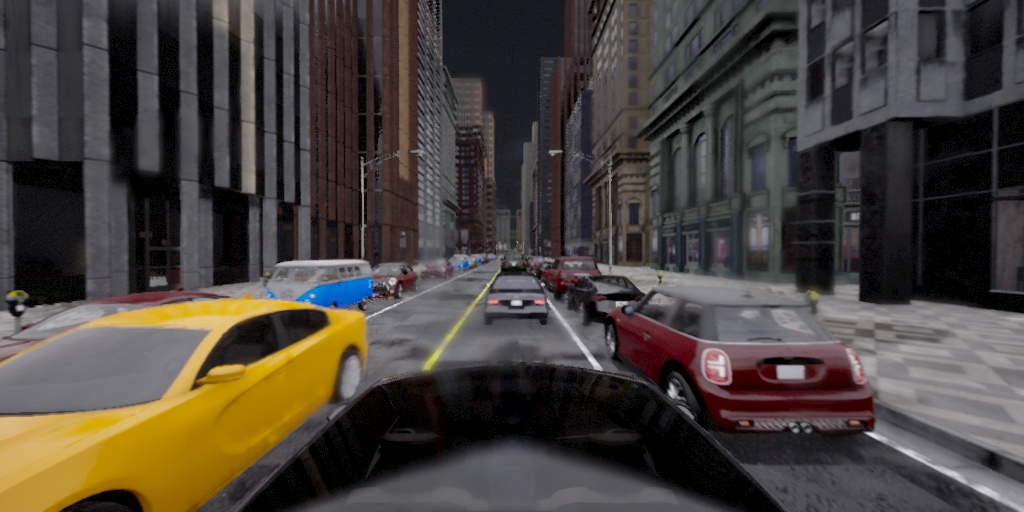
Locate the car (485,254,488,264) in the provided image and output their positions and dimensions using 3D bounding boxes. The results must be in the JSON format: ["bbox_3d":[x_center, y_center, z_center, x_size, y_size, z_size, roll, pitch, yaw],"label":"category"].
[{"bbox_3d":[-5.667,0.676,61.865,1.967,1.591,4.097,0,0,0],"label":"car"}]

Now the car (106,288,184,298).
[{"bbox_3d":[-5.757,1.260,5.501,1.888,1.381,4.507,0,0,0],"label":"car"}]

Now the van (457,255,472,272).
[{"bbox_3d":[-5.703,0.764,39.320,1.690,1.789,3.998,0,0,0],"label":"van"}]

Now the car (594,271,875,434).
[{"bbox_3d":[2.768,1.158,5.497,1.967,1.591,4.097,0,0,0],"label":"car"}]

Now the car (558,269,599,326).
[{"bbox_3d":[2.777,1.235,11.133,1.948,1.339,4.313,0,0,0],"label":"car"}]

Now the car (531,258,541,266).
[{"bbox_3d":[2.804,1.089,28.042,1.948,1.339,4.313,0,0,0],"label":"car"}]

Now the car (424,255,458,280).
[{"bbox_3d":[-5.721,0.960,28.047,1.967,1.591,4.097,0,0,0],"label":"car"}]

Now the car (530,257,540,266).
[{"bbox_3d":[2.822,0.866,39.313,1.967,1.591,4.097,0,0,0],"label":"car"}]

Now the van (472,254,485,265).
[{"bbox_3d":[-5.676,0.623,56.229,1.690,1.789,3.998,0,0,0],"label":"van"}]

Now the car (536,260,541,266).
[{"bbox_3d":[2.795,1.117,22.406,1.888,1.381,4.507,0,0,0],"label":"car"}]

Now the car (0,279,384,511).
[{"bbox_3d":[-3.097,1.212,3.384,1.882,1.535,5.008,0,0,0],"label":"car"}]

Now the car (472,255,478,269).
[{"bbox_3d":[-5.695,0.901,44.786,1.751,1.417,4.829,0,0,0],"label":"car"}]

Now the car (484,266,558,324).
[{"bbox_3d":[0.117,1.212,11.560,2.033,1.411,5.357,0,0,0],"label":"car"}]

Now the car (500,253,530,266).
[{"bbox_3d":[0.147,0.719,30.986,2.150,2.045,5.566,0,0,0],"label":"car"}]

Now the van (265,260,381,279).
[{"bbox_3d":[-5.748,1.007,11.138,1.690,1.789,3.998,0,0,0],"label":"van"}]

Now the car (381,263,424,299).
[{"bbox_3d":[-5.739,1.058,16.774,1.967,1.591,4.097,0,0,0],"label":"car"}]

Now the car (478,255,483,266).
[{"bbox_3d":[-5.685,0.879,50.592,2.007,1.370,4.403,0,0,0],"label":"car"}]

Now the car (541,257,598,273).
[{"bbox_3d":[2.786,0.935,16.770,2.192,1.841,5.009,0,0,0],"label":"car"}]
